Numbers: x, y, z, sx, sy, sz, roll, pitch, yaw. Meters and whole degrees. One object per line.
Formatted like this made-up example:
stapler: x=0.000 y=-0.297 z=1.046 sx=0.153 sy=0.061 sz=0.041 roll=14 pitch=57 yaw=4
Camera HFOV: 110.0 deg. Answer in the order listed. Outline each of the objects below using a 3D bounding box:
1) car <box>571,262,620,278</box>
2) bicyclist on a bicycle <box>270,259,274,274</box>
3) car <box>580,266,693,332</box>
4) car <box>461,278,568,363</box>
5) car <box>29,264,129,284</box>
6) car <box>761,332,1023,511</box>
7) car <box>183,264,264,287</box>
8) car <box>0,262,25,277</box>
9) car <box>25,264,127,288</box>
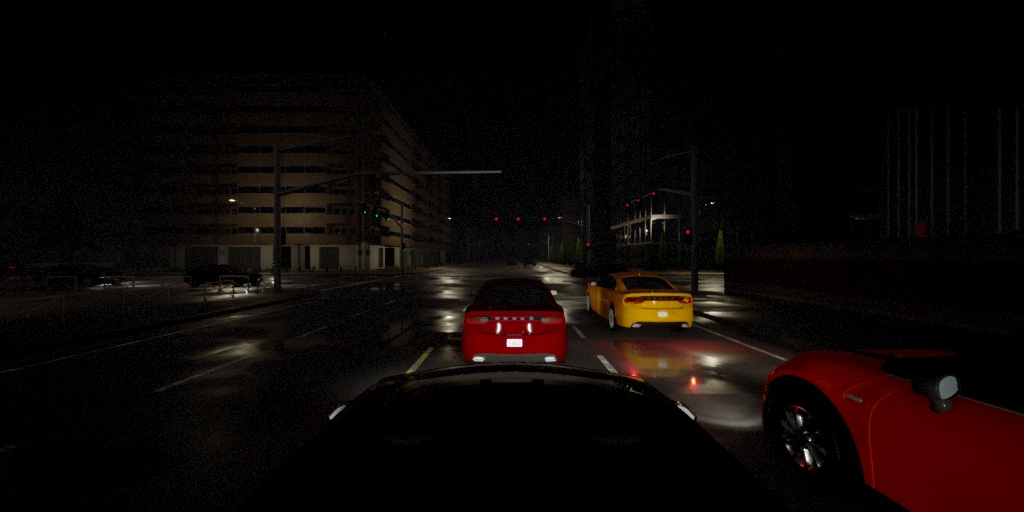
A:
car: x=7.602 y=1.283 z=31.291 sx=4.902 sy=1.511 sz=2.128 roll=1 pitch=0 yaw=0
bicyclist on a bicycle: x=-25.540 y=1.106 z=38.695 sx=0.582 sy=1.620 sz=1.656 roll=0 pitch=0 yaw=0
car: x=3.577 y=1.228 z=10.940 sx=1.882 sy=1.535 sz=5.008 roll=0 pitch=0 yaw=0
car: x=0.058 y=1.228 z=8.164 sx=1.882 sy=1.535 sz=5.008 roll=0 pitch=0 yaw=0
car: x=-33.368 y=1.353 z=27.741 sx=5.357 sy=1.411 sz=2.033 roll=0 pitch=0 yaw=0
car: x=3.600 y=1.102 z=1.794 sx=2.097 sy=1.767 sz=4.553 roll=0 pitch=0 yaw=0
car: x=-19.431 y=1.331 z=24.208 sx=4.674 sy=1.442 sz=1.812 roll=0 pitch=0 yaw=0
car: x=-50.350 y=1.297 z=34.956 sx=4.902 sy=1.511 sz=2.128 roll=0 pitch=0 yaw=1
car: x=-29.041 y=1.309 z=24.225 sx=4.892 sy=1.490 sz=1.837 roll=0 pitch=0 yaw=0
